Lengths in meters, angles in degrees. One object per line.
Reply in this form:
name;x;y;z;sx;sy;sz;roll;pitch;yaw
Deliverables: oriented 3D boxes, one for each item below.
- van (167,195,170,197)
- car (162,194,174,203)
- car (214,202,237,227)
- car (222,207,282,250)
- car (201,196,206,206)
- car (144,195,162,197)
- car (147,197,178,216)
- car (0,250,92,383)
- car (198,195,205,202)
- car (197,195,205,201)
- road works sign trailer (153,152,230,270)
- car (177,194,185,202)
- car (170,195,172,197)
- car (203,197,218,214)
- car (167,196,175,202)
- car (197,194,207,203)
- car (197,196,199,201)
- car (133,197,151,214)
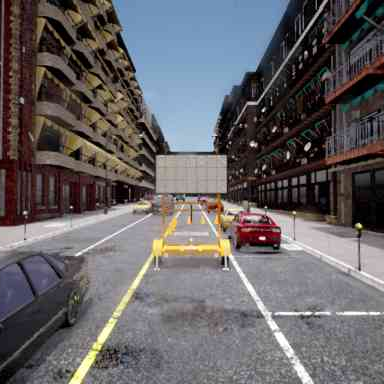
van;-5.390;1.472;58.646;1.690;1.788;3.998;1;0;0
car;-5.418;1.516;75.237;2.192;1.841;5.009;1;0;0
car;2.553;1.551;20.054;1.752;1.417;4.829;1;0;0
car;2.562;1.561;14.352;1.887;1.381;4.507;1;0;0
car;2.514;1.628;42.006;2.008;1.369;4.403;1;0;0
car;-5.360;1.392;42.056;2.192;1.841;5.009;2;0;0
car;-2.806;1.545;33.042;2.128;1.511;4.902;0;0;0
car;-2.854;1.551;4.243;2.033;1.411;5.357;0;0;0
car;2.486;1.676;58.598;1.887;1.381;4.507;1;0;0
car;2.396;1.723;91.784;1.967;1.590;4.097;1;0;0
road works sign trailer;-0.018;0.475;11.014;2.380;3.560;2.880;0;0;0
car;-2.889;1.464;83.730;2.150;2.045;5.566;0;-1;0
car;-5.408;1.492;69.707;2.192;1.841;5.009;1;0;0
car;2.524;1.608;36.474;1.887;1.381;4.507;1;0;0
car;-5.443;1.819;86.298;1.947;1.339;4.313;1;0;0
car;2.419;1.541;80.722;2.192;1.841;5.009;1;0;0
car;2.476;1.697;64.127;1.887;1.381;4.507;1;0;0
car;-5.356;1.588;36.354;1.752;1.417;4.829;2;0;0
